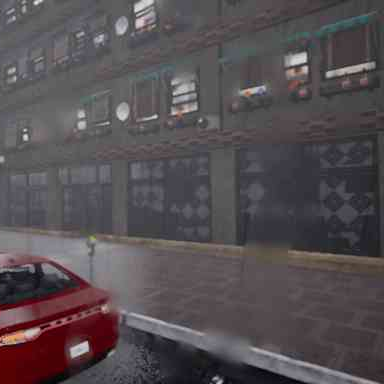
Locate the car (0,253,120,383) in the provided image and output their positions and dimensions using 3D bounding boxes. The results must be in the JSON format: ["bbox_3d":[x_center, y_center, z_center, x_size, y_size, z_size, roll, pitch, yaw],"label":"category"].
[{"bbox_3d":[-3.029,1.585,4.900,4.507,1.381,1.887,-1,-1,36],"label":"car"}]
